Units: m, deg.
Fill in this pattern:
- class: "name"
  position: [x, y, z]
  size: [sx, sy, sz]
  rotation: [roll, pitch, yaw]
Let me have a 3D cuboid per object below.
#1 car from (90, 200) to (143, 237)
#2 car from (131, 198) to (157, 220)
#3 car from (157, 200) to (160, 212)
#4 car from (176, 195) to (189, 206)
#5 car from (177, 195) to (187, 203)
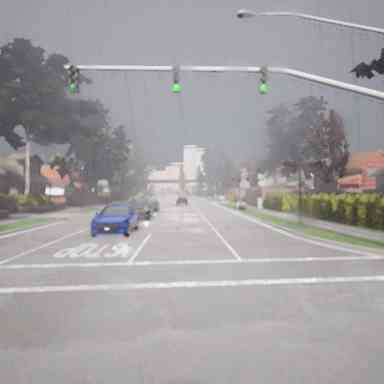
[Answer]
- class: "car"
  position: [-4.052, 1.445, 18.021]
  size: [1.882, 1.535, 5.008]
  rotation: [0, 0, -2]
- class: "car"
  position: [-4.339, 1.302, 27.369]
  size: [2.097, 1.767, 4.553]
  rotation: [0, 0, -2]
- class: "car"
  position: [-4.628, 1.477, 37.700]
  size: [2.033, 1.411, 5.357]
  rotation: [0, 0, -1]
- class: "car"
  position: [-1.576, 1.402, 53.952]
  size: [1.837, 1.490, 4.892]
  rotation: [0, 0, -2]
- class: "car"
  position: [-1.901, 1.392, 64.345]
  size: [1.812, 1.442, 4.674]
  rotation: [0, 0, -2]
